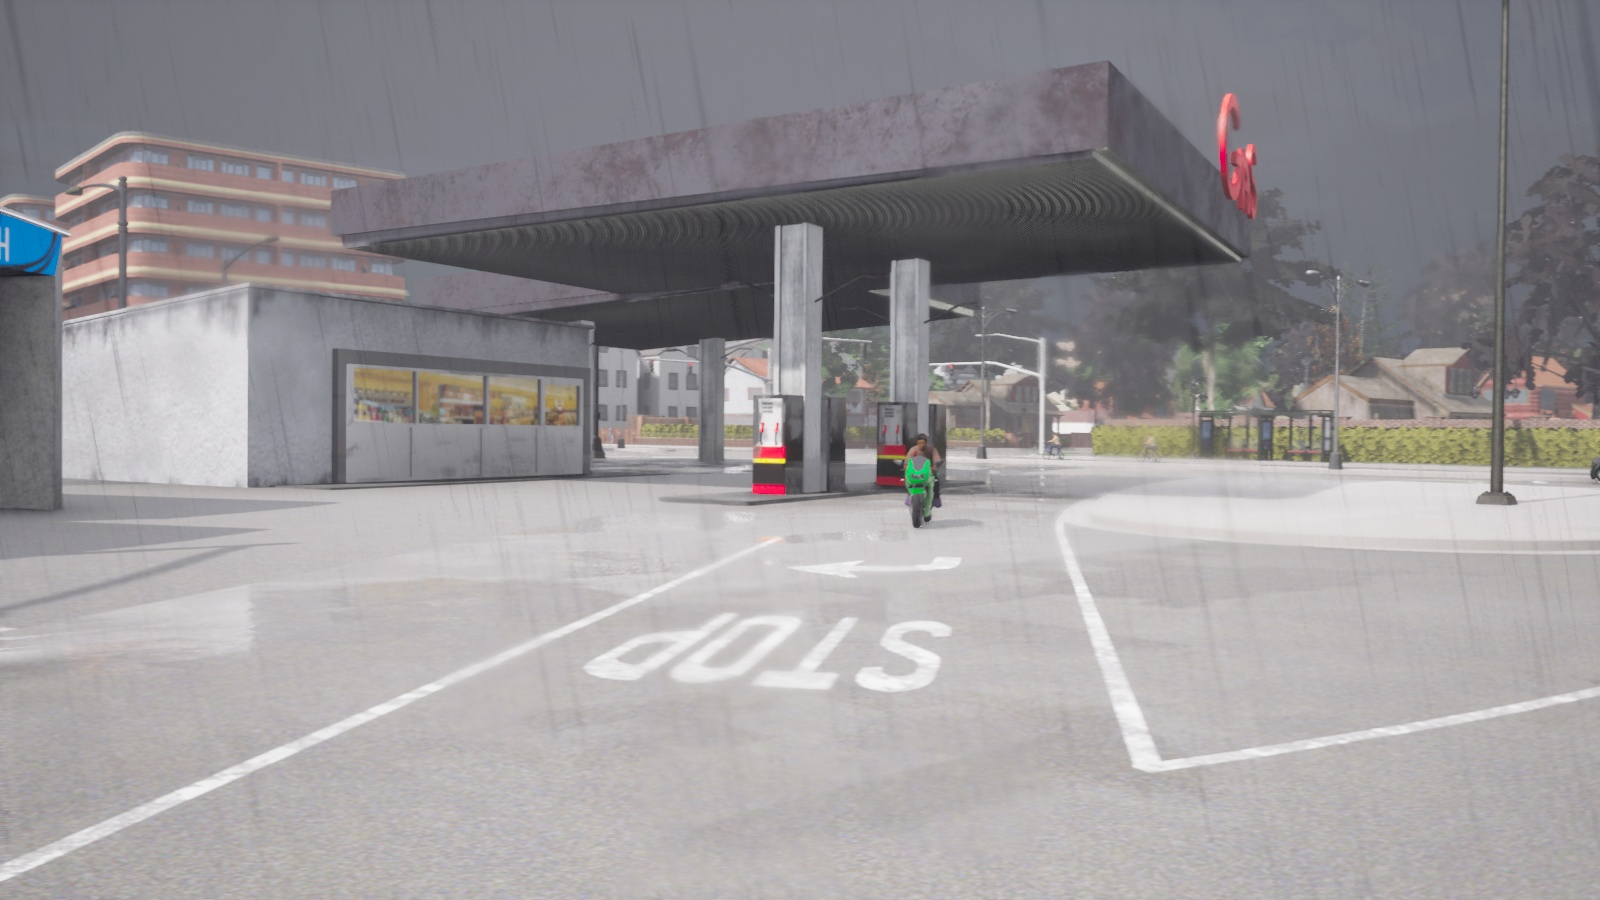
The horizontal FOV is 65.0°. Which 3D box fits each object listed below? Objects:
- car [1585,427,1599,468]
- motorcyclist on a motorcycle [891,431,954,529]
[{"bbox_3d":[28.728,-0.088,41.682,1.994,1.385,4.181,-1,1,-43],"label":"car"},{"bbox_3d":[2.030,0.448,20.612,0.797,1.523,2.044,0,1,12],"label":"motorcyclist on a motorcycle"}]
